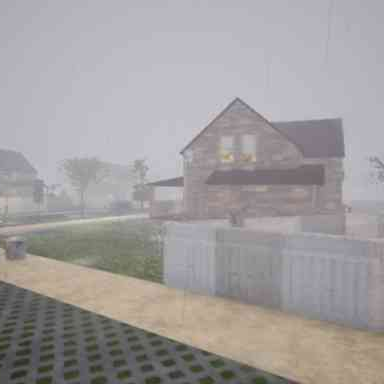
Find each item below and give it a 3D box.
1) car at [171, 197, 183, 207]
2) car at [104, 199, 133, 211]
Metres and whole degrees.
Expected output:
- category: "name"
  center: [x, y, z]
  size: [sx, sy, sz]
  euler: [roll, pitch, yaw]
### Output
- category: "car"
  center: [-2.505, 1.835, 61.655]
  size: [2.097, 1.767, 4.553]
  euler: [1, -1, 21]
- category: "car"
  center: [-9.543, 1.702, 43.506]
  size: [2.128, 1.511, 4.902]
  euler: [1, 0, 21]
